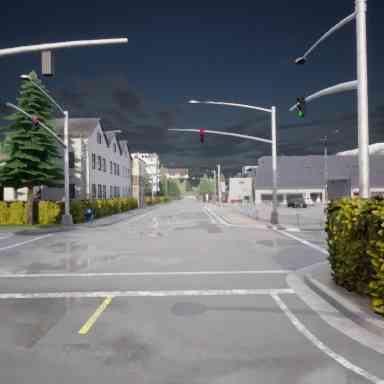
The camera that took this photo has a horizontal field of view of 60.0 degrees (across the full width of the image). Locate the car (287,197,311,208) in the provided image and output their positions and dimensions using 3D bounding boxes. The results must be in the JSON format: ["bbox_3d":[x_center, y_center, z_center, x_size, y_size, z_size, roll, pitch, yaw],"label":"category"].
[{"bbox_3d":[15.425,1.629,49.149,2.007,1.523,4.514,-1,-1,0],"label":"car"}]

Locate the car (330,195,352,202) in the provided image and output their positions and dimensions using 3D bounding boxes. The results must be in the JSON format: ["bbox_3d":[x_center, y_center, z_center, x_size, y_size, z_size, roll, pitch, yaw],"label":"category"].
[{"bbox_3d":[25.484,1.398,56.548,2.152,1.636,5.027,-1,-1,0],"label":"car"}]

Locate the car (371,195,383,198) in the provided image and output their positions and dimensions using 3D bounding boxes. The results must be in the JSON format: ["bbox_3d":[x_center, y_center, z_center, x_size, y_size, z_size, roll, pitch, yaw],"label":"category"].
[{"bbox_3d":[19.117,1.183,31.282,1.905,1.878,3.866,-1,-1,0],"label":"car"}]

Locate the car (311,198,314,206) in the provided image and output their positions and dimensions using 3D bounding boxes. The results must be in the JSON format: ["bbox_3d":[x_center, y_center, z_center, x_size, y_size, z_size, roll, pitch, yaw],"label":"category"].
[{"bbox_3d":[19.070,1.573,56.208,1.970,1.475,3.806,-1,-1,0],"label":"car"}]
